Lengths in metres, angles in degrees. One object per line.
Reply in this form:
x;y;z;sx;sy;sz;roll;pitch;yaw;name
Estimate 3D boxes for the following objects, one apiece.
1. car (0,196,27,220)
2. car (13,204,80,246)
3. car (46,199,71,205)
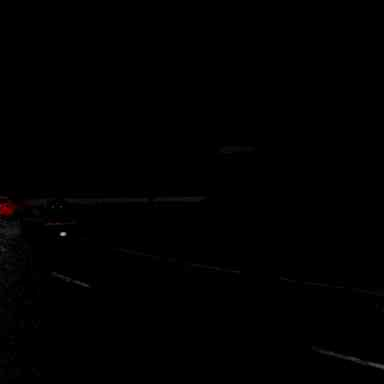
-16.794;1.409;30.507;2.150;2.045;5.566;-1;0;-11;car
-6.918;1.581;16.050;2.128;1.511;4.902;0;0;-37;car
-13.718;1.539;34.346;2.097;1.767;4.553;0;0;-7;car
